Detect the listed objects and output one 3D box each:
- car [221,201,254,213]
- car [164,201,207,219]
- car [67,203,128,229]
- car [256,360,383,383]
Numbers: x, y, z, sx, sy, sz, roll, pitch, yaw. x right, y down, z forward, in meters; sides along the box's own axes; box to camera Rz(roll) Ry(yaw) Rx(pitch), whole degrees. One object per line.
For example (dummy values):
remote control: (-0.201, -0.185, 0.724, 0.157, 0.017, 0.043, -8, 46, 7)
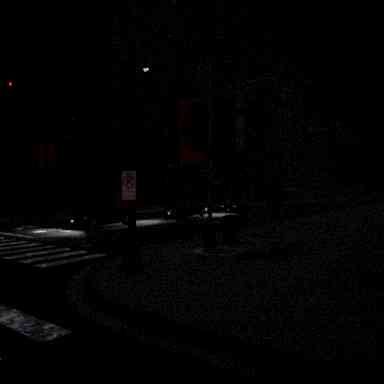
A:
car: (5.223, 1.658, 37.999, 1.895, 1.301, 4.718, 0, 0, 35)
car: (-0.521, 1.528, 29.883, 2.128, 1.511, 4.902, 0, 0, 35)
car: (-5.969, 1.525, 22.215, 1.837, 1.490, 4.892, 0, 0, 32)
car: (2.150, 1.551, 1.312, 4.403, 1.369, 2.008, 0, 0, 36)
